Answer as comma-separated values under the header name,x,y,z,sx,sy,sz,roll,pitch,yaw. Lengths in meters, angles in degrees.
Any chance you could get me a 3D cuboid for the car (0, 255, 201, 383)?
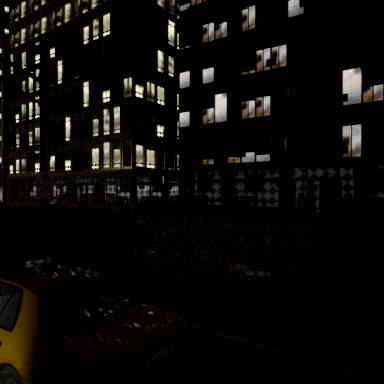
name,x,y,z,sx,sy,sz,roll,pitch,yaw
car,-2.189,1.525,4.432,4.829,1.417,1.752,0,0,36
